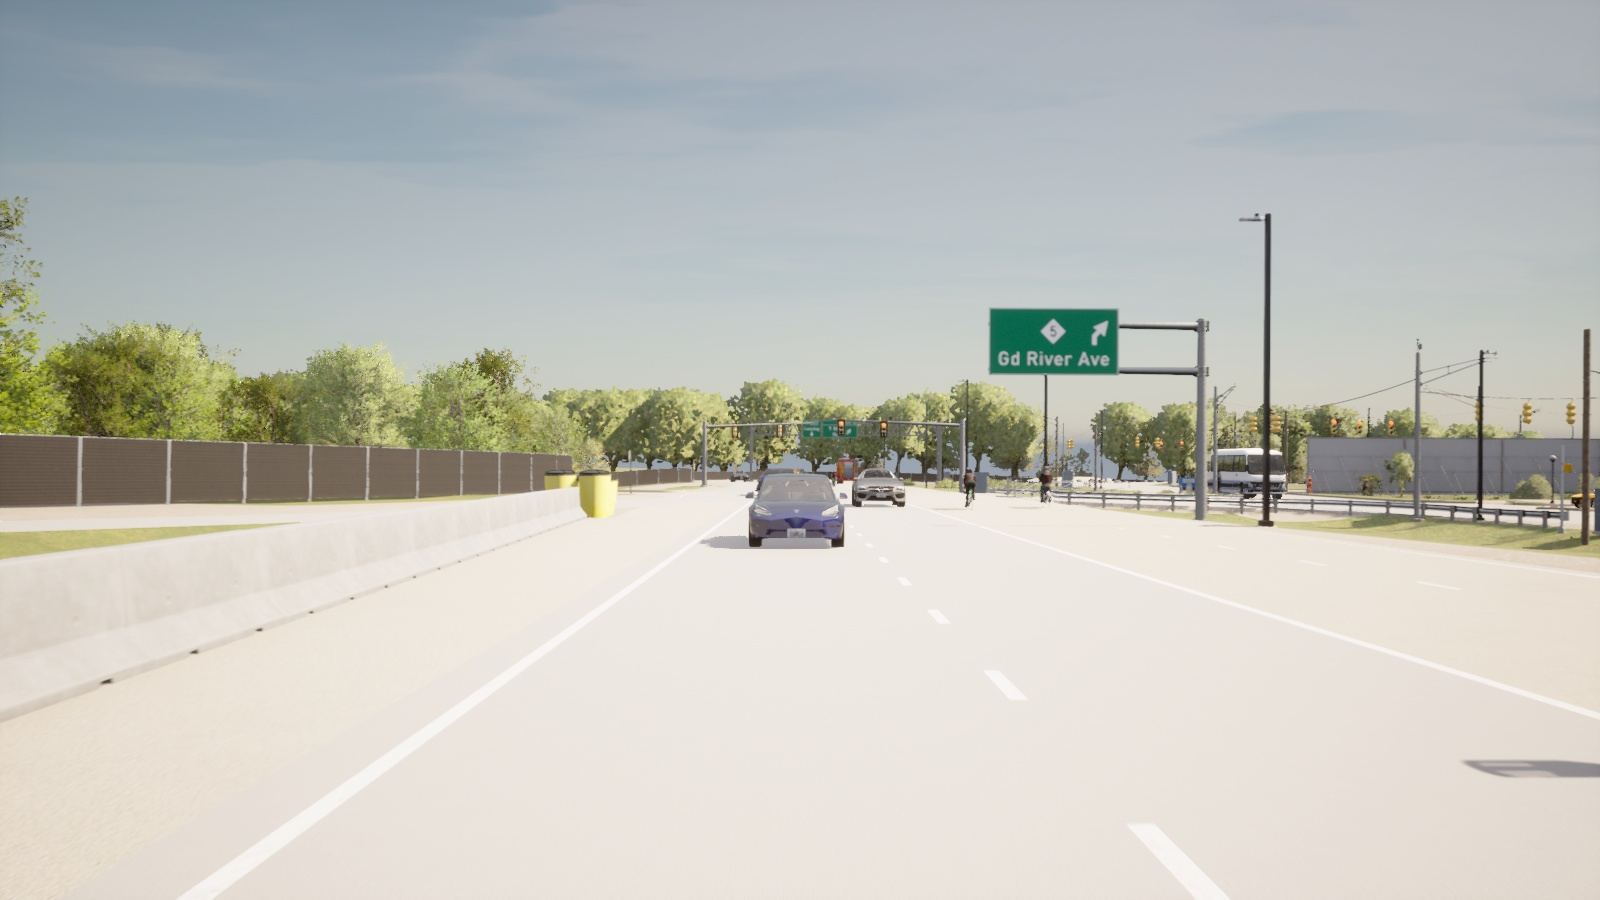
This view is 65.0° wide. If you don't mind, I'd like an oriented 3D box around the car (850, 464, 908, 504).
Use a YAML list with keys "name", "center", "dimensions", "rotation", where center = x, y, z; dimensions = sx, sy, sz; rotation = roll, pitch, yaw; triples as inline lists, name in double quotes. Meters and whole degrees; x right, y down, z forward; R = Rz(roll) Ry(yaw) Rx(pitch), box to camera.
- name: "car"
  center: [3.372, 1.441, 54.444]
  dimensions: [2.152, 1.651, 5.027]
  rotation: [0, -1, 0]

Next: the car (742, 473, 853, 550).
- name: "car"
  center: [-0.062, 1.248, 26.952]
  dimensions: [2.163, 1.488, 4.792]
  rotation: [0, -1, 0]

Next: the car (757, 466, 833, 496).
- name: "car"
  center: [-0.300, 1.879, 76.117]
  dimensions: [4.553, 1.767, 2.097]
  rotation: [0, -1, 0]
